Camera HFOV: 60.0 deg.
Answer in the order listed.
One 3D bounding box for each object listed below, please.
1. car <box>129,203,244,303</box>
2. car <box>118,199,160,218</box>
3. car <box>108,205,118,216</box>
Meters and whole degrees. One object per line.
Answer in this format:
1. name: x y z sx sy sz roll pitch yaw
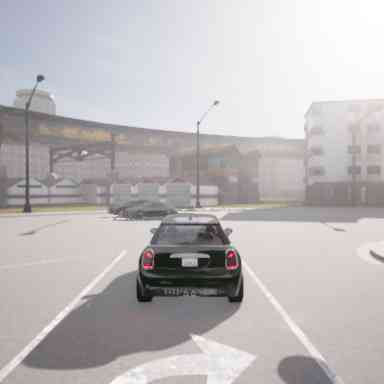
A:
1. car: -0.017 1.317 8.303 2.097 1.767 4.553 0 0 1
2. car: -3.280 1.455 26.076 4.181 1.385 1.994 0 0 -26
3. car: -4.879 1.384 29.230 4.892 1.490 1.837 0 -2 -26
